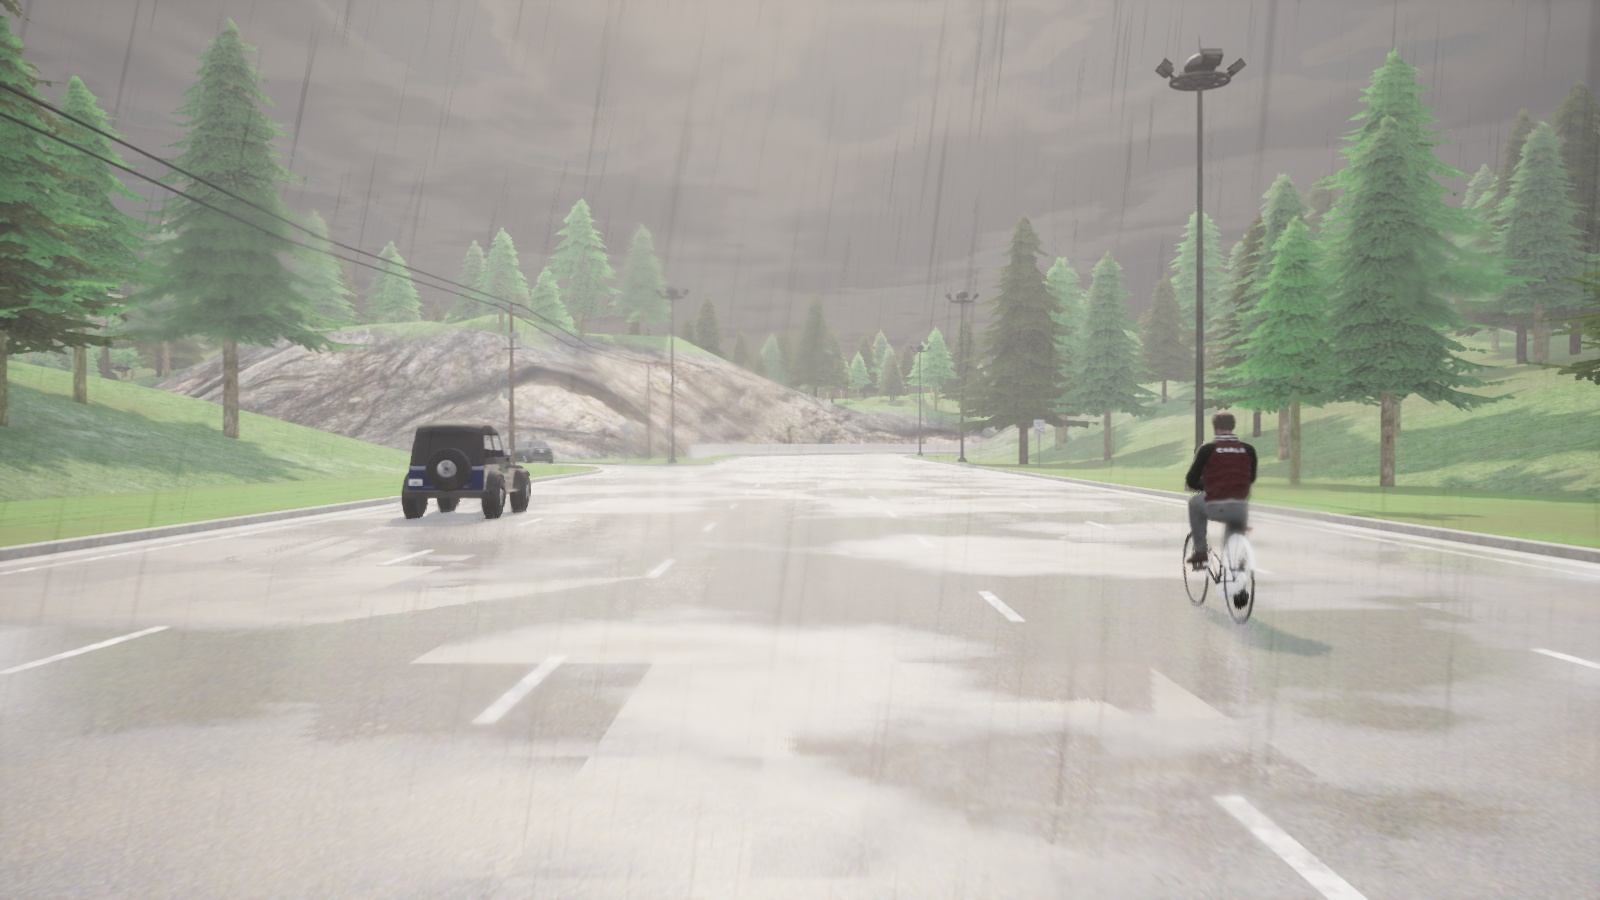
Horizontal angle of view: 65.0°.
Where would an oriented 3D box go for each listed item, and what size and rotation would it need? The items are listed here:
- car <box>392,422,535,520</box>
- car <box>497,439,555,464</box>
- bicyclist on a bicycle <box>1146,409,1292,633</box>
[{"bbox_3d":[-6.837,0.390,25.951,1.905,1.878,3.866,0,0,0],"label":"car"},{"bbox_3d":[-19.518,0.086,89.374,2.097,1.767,4.553,0,0,-41],"label":"car"},{"bbox_3d":[3.577,0.558,10.885,0.659,1.776,1.843,0,1,0],"label":"bicyclist on a bicycle"}]
